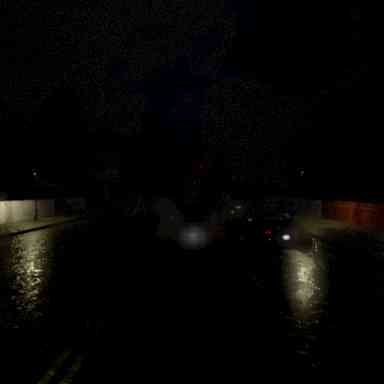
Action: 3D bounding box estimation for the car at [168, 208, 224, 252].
[{"bbox_3d":[0.072,1.565,13.947,1.994,1.385,4.181,0,0,0],"label":"car"}]

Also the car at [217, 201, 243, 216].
[{"bbox_3d":[3.324,1.493,28.992,2.128,1.511,4.902,0,0,0],"label":"car"}]

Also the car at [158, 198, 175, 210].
[{"bbox_3d":[-3.319,1.526,43.258,1.812,1.442,4.674,0,0,0],"label":"car"}]

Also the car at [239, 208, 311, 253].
[{"bbox_3d":[3.321,1.564,13.666,1.994,1.385,4.181,0,0,0],"label":"car"}]

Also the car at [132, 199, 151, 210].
[{"bbox_3d":[-6.569,1.564,43.623,1.994,1.385,4.181,0,0,0],"label":"car"}]

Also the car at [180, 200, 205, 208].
[{"bbox_3d":[0.075,1.507,29.106,1.837,1.490,4.892,0,0,0],"label":"car"}]
